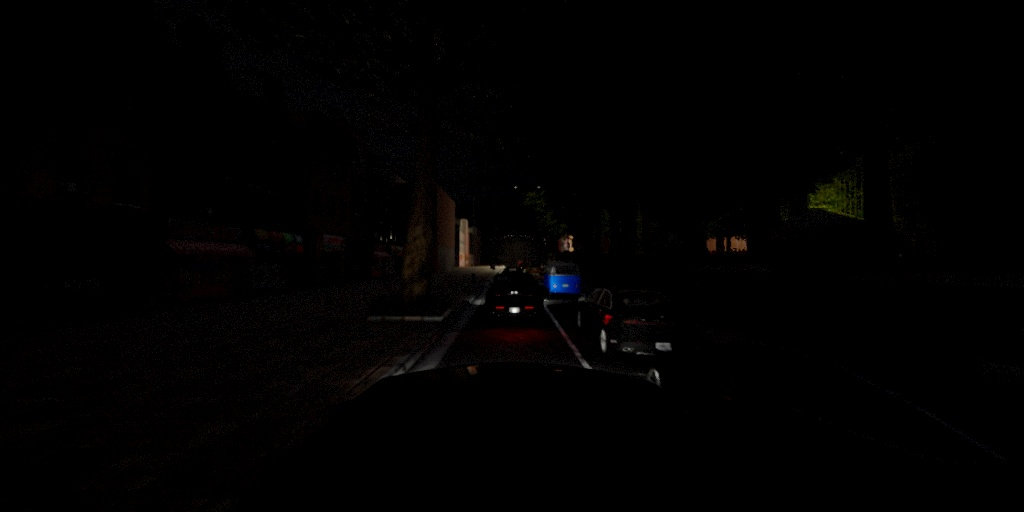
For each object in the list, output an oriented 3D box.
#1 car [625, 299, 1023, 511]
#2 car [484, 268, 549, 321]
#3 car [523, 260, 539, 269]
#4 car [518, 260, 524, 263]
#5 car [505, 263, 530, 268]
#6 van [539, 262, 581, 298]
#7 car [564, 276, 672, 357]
[{"bbox_3d":[2.639,1.325,2.986,1.948,1.339,4.313,0,0,0],"label":"car"},{"bbox_3d":[0.076,1.339,12.783,1.837,1.490,4.892,0,-1,0],"label":"car"},{"bbox_3d":[2.695,1.554,43.510,1.801,1.575,5.366,0,-1,0],"label":"car"},{"bbox_3d":[2.564,1.549,57.476,2.192,1.841,5.009,0,0,0],"label":"car"},{"bbox_3d":[0.060,1.510,28.290,2.033,1.411,5.357,0,0,0],"label":"car"},{"bbox_3d":[2.617,1.229,19.333,1.690,1.789,3.998,0,0,0],"label":"van"},{"bbox_3d":[2.632,1.351,8.435,2.007,1.370,4.403,0,0,0],"label":"car"}]
